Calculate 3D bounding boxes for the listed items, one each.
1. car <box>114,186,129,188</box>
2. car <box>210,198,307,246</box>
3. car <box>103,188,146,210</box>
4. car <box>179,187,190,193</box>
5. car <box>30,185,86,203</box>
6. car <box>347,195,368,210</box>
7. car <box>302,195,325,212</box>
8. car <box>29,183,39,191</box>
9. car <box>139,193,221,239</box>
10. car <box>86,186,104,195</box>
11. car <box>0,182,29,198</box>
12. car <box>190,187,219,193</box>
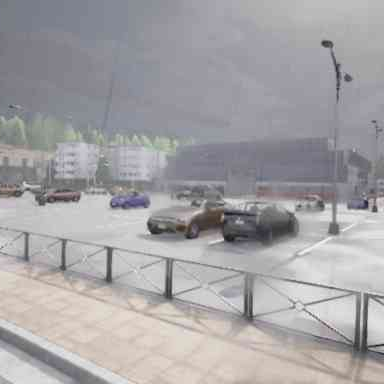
[{"bbox_3d":[-11.061,-0.134,53.981,2.152,1.636,5.027,2,1,34],"label":"car"},{"bbox_3d":[2.853,1.151,13.431,2.007,1.523,4.514,2,1,34],"label":"car"},{"bbox_3d":[-5.266,0.661,28.142,1.845,1.501,3.633,2,1,34],"label":"car"},{"bbox_3d":[-0.473,0.172,46.804,1.905,1.878,3.866,2,1,34],"label":"car"},{"bbox_3d":[-13.509,0.340,33.781,2.007,1.523,4.514,2,1,34],"label":"car"},{"bbox_3d":[17.454,1.112,34.985,1.845,1.501,3.633,2,1,34],"label":"car"},{"bbox_3d":[10.823,1.054,30.514,1.970,1.475,3.806,2,1,34],"label":"car"},{"bbox_3d":[-23.541,-0.271,53.535,2.007,1.523,4.514,2,1,34],"label":"car"},{"bbox_3d":[0.228,1.048,15.146,2.152,1.636,5.027,2,1,34],"label":"car"},{"bbox_3d":[-16.554,-0.247,57.314,1.970,1.475,3.806,2,1,34],"label":"car"},{"bbox_3d":[-23.412,-0.236,41.352,1.932,1.855,4.605,2,1,34],"label":"car"},{"bbox_3d":[2.162,0.279,45.516,1.932,1.855,4.605,2,1,34],"label":"car"}]
